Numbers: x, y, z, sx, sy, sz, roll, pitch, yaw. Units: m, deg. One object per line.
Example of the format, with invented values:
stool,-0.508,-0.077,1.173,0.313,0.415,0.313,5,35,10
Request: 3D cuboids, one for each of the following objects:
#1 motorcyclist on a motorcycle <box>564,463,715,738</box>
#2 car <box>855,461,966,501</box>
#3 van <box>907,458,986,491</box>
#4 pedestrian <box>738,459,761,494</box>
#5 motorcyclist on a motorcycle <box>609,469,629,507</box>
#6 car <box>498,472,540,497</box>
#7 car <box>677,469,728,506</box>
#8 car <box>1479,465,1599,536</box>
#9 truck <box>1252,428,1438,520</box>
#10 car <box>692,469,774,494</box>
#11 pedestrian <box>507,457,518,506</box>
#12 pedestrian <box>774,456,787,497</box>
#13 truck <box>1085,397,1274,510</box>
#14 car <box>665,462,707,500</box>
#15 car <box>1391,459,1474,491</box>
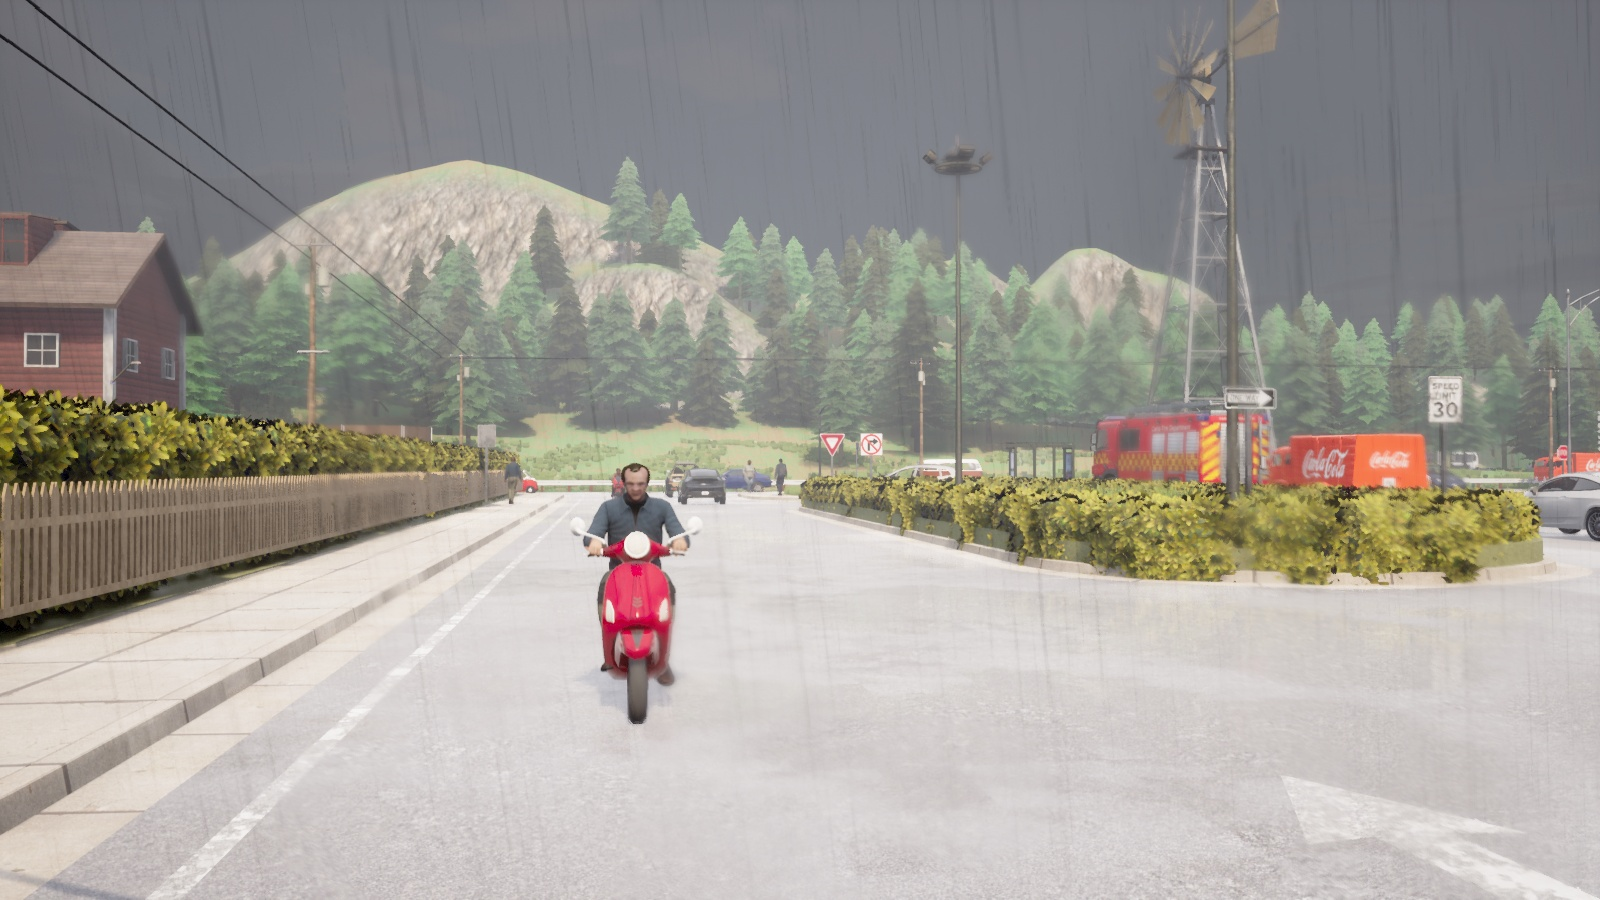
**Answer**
motorcyclist on a motorcycle,-1.073,0.888,8.276,0.866,1.590,1.817,0,-1,-8
car,4.821,1.345,54.410,4.611,1.667,2.242,-1,-1,10
van,9.091,1.509,78.183,4.480,2.038,2.069,0,-1,-8
pedestrian,-2.705,1.390,66.901,0.874,1.855,0.900,0,-1,-30
motorcyclist on a motorcycle,-7.443,1.552,51.563,0.797,1.523,2.044,0,-1,-8
car,-15.905,1.961,71.096,2.207,1.376,1.481,-1,-1,-8
car,-4.217,1.576,53.680,1.837,1.490,4.892,0,-1,-8
car,17.195,1.056,27.343,1.812,1.442,4.674,0,-1,-8
truck,15.742,0.682,36.715,2.627,2.467,5.204,0,-1,-8
car,-4.094,1.895,76.050,4.674,1.442,1.812,0,-1,-14
pedestrian,-10.867,1.200,47.456,0.370,1.835,0.726,0,-1,-10
pedestrian,-0.943,1.291,60.714,0.423,1.949,0.788,0,-1,-15
truck,13.911,0.158,46.998,2.891,3.827,8.468,0,-1,-13
car,-5.990,1.564,65.462,1.932,1.855,4.605,0,0,-8
car,33.624,1.315,66.868,1.851,1.617,3.988,0,-1,-11
